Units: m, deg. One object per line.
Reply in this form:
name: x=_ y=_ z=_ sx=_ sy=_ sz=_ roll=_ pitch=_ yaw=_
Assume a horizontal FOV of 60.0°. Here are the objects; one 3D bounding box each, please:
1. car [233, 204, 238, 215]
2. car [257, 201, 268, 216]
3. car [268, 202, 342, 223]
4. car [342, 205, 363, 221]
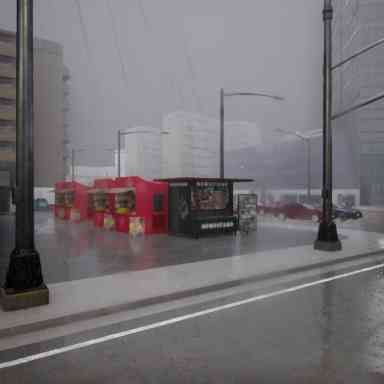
car: x=3.536 y=1.750 z=34.422 sx=1.812 sy=1.442 sz=4.674 roll=0 pitch=-1 yaw=-36
car: x=6.940 y=1.689 z=35.686 sx=1.882 sy=1.535 sz=5.008 roll=0 pitch=-1 yaw=-36
car: x=8.987 y=1.589 z=26.864 sx=1.882 sy=1.535 sz=5.008 roll=0 pitch=-1 yaw=-38
car: x=12.214 y=1.672 z=28.408 sx=1.994 sy=1.385 sz=4.181 roll=0 pitch=-1 yaw=-35
